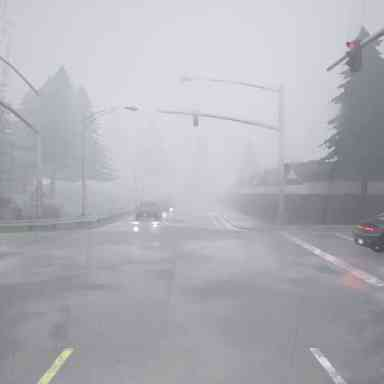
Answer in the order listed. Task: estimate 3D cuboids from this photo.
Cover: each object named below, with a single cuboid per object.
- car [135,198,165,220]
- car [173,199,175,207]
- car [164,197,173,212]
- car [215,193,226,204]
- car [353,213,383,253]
[{"bbox_3d":[-3.611,1.505,28.043,1.837,1.490,4.892,0,0,0],"label":"car"},{"bbox_3d":[-3.528,1.504,48.312,1.837,1.490,4.892,0,0,2],"label":"car"},{"bbox_3d":[-3.609,1.564,37.957,1.994,1.385,4.181,0,0,0],"label":"car"},{"bbox_3d":[6.882,1.206,60.868,5.566,2.045,2.150,0,0,-22],"label":"car"},{"bbox_3d":[7.766,1.313,10.577,4.892,1.490,1.837,0,0,-1],"label":"car"}]
